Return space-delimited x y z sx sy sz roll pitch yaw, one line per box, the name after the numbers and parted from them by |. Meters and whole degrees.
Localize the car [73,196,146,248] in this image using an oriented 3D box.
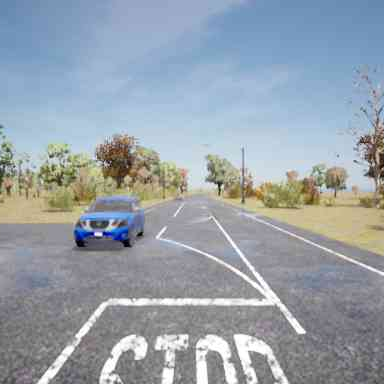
-3.461 1.211 15.088 2.150 2.045 5.566 0 0 0 | car

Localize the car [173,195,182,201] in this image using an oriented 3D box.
-3.306 1.503 78.093 1.994 1.385 4.181 0 0 2 | car
